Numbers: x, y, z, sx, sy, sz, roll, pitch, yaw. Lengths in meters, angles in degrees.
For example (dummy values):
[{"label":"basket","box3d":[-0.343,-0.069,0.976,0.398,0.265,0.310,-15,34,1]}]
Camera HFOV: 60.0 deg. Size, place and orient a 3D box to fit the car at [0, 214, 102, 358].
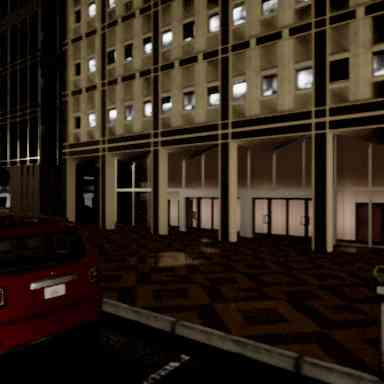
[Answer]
[{"label":"car","box3d":[-3.625,1.289,5.467,5.009,1.841,2.192,0,0,36]}]
